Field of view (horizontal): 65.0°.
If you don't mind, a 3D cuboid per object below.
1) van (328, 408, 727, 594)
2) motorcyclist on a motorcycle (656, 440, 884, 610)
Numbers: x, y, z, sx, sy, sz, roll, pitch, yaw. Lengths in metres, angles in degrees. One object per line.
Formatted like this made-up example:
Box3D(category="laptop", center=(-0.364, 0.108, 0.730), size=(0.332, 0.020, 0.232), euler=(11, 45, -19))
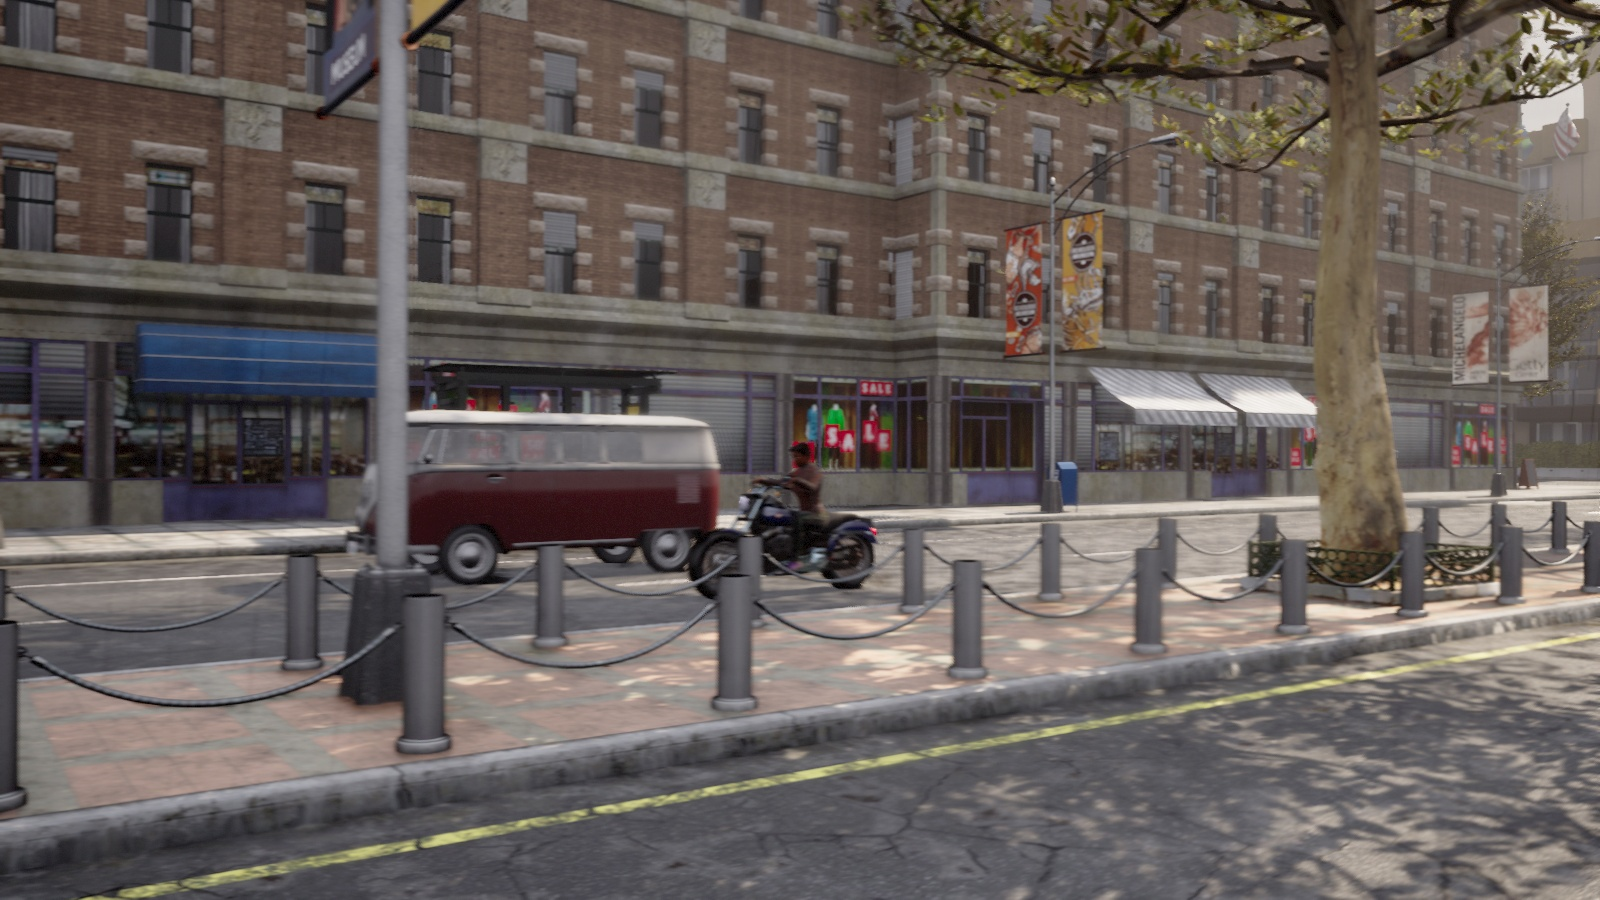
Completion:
Box3D(category="van", center=(-3.257, 0.542, 15.404), size=(4.442, 1.987, 1.775), euler=(0, 0, -35))
Box3D(category="motorcyclist on a motorcycle", center=(-0.283, 0.728, 13.209), size=(2.350, 1.649, 0.766), euler=(0, 0, -35))
